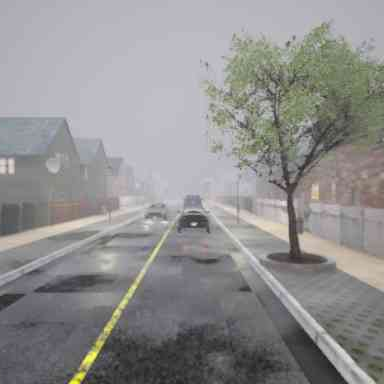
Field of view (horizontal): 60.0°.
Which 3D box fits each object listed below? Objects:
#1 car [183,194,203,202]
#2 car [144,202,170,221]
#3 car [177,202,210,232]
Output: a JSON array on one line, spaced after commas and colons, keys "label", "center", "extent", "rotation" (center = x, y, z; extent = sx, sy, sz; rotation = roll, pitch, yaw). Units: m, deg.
[{"label": "car", "center": [0.100, 1.299, 38.915], "extent": [2.150, 2.045, 5.566], "rotation": [0, 0, 0]}, {"label": "car", "center": [-2.848, 1.587, 28.205], "extent": [2.033, 1.411, 5.357], "rotation": [0, 0, 0]}, {"label": "car", "center": [0.096, 1.541, 19.919], "extent": [1.812, 1.442, 4.674], "rotation": [0, 0, 0]}]
